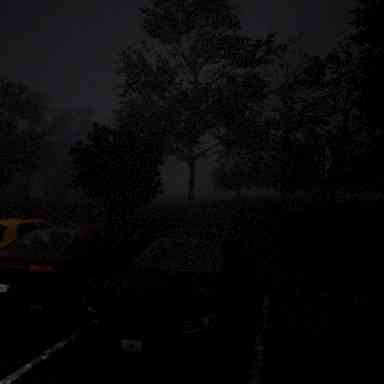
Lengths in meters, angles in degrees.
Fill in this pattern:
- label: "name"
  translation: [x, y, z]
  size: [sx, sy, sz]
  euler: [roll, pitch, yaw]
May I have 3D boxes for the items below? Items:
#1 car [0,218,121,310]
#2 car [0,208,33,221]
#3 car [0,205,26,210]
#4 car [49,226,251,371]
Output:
- label: "car"
  translation: [-2.466, 1.440, 7.812]
  size: [2.097, 1.535, 5.008]
  euler: [0, 0, 15]
- label: "car"
  translation: [-4.854, 1.418, 9.693]
  size: [1.946, 1.575, 5.366]
  euler: [0, 0, 15]
- label: "car"
  translation: [-7.332, 1.272, 11.227]
  size: [2.185, 1.767, 4.553]
  euler: [1, 0, 14]
- label: "car"
  translation: [-0.018, 1.461, 6.116]
  size: [2.097, 1.535, 5.008]
  euler: [1, 0, 15]
